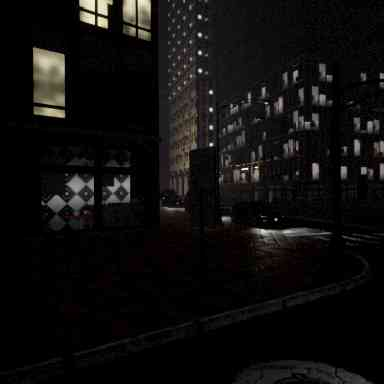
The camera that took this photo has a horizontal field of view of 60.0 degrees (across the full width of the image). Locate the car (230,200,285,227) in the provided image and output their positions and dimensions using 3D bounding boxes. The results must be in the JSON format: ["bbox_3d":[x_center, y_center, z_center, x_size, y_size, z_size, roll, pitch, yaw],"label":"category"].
[{"bbox_3d":[4.094,1.315,21.545,1.837,1.490,4.892,-1,1,-19],"label":"car"}]

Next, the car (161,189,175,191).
[{"bbox_3d":[-4.068,0.536,54.633,2.150,2.045,5.566,-1,1,-18],"label":"car"}]

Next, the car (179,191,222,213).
[{"bbox_3d":[0.886,0.894,30.947,2.150,2.045,5.566,-1,1,-19],"label":"car"}]

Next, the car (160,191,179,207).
[{"bbox_3d":[-2.416,1.036,40.672,1.837,1.490,4.892,-1,1,-18],"label":"car"}]
